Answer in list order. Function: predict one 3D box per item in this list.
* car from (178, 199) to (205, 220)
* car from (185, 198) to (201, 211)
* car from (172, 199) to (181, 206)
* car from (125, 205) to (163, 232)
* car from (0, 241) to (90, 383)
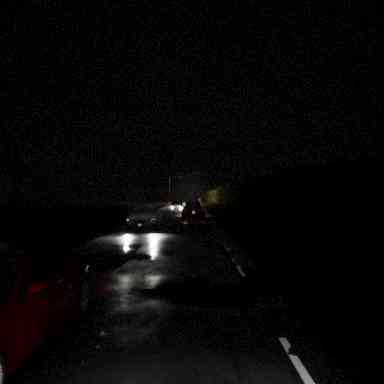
[{"bbox_3d":[0.113,1.587,28.370,1.994,1.385,4.181,0,0,0],"label":"car"},{"bbox_3d":[0.112,1.604,43.140,1.882,1.535,5.008,0,0,0],"label":"car"},{"bbox_3d":[-2.728,1.896,61.307,1.895,1.301,4.718,0,-1,0],"label":"car"},{"bbox_3d":[-2.832,1.515,20.303,1.812,1.442,4.674,0,0,0],"label":"car"},{"bbox_3d":[-2.850,1.512,4.743,1.812,1.442,4.674,0,0,0],"label":"car"}]
